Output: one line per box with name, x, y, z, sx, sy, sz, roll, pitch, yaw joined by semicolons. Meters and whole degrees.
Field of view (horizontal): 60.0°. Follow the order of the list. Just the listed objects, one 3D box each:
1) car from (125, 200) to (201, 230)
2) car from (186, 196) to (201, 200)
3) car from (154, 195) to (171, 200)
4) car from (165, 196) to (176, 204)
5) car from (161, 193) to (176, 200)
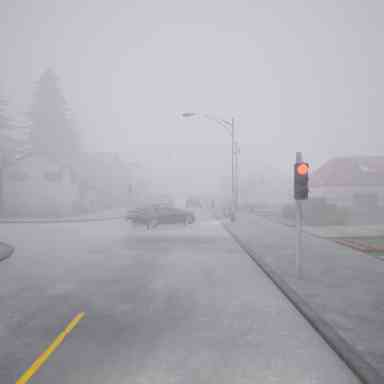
car;-1.940;1.491;21.391;4.902;1.511;2.128;0;1;-43
car;0.167;1.352;47.580;2.097;1.767;4.553;0;0;0
car;-4.043;1.505;41.749;1.837;1.490;4.892;0;0;0
car;-3.979;1.525;62.143;1.812;1.442;4.674;0;0;0
car;-4.028;1.221;51.798;2.150;2.045;5.566;0;0;0
